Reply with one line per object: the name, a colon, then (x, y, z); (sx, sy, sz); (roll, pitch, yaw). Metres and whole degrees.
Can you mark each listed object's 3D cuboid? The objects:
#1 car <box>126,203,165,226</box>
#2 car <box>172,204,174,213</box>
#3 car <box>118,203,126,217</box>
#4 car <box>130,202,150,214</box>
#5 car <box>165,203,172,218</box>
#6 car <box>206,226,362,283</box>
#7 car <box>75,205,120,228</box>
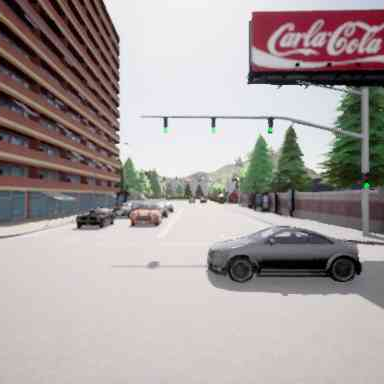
car: (-3.585, 1.689, 26.737); (2.097, 1.767, 4.553); (0, -1, 0)
car: (-3.549, 2.142, 45.927); (1.994, 1.385, 4.181); (0, -1, 0)
car: (-7.078, 1.935, 35.160); (2.128, 1.511, 4.902); (0, -1, 0)
car: (-7.052, 2.133, 45.250); (1.994, 1.385, 4.181); (0, -1, 0)
car: (-3.576, 2.013, 35.676); (1.994, 1.385, 4.181); (0, -1, 0)
car: (2.509, 1.687, 9.521); (4.181, 1.385, 1.994); (0, -1, 0)
car: (-7.087, 1.915, 24.885); (1.895, 1.301, 4.718); (0, -1, 0)
